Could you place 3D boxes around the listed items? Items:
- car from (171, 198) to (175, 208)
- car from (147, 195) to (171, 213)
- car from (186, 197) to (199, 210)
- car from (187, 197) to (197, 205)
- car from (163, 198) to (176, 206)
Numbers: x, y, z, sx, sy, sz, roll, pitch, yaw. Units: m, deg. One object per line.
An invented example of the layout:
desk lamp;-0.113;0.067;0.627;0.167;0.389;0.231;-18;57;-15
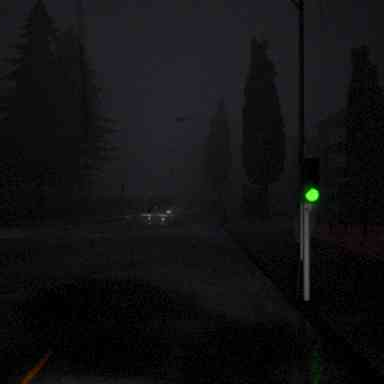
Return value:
car;-4.141;1.482;50.983;2.150;2.045;5.566;0;0;0
car;-4.145;1.428;40.546;2.150;2.045;5.566;0;0;0
car;0.053;1.786;46.840;2.033;1.411;5.357;0;0;0
car;-0.027;1.922;72.907;2.097;1.767;4.553;0;0;0
car;-4.096;1.862;61.683;2.033;1.411;5.357;0;0;0
